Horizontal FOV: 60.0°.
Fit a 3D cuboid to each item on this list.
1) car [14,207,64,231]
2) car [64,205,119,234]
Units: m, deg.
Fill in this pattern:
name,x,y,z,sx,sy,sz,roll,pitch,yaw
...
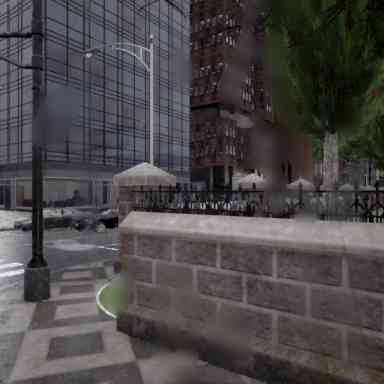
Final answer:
name,x,y,z,sx,sy,sz,roll,pitch,yaw
car,-8.431,1.631,20.209,2.008,1.369,4.403,0,-1,36
car,-4.939,1.572,20.492,1.882,1.535,5.008,0,0,36
